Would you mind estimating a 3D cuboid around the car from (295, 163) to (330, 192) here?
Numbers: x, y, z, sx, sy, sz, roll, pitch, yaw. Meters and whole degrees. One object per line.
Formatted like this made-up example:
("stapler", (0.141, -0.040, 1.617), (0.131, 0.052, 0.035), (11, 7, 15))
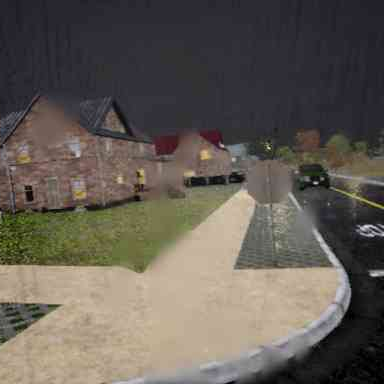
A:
("car", (9.422, -1.224, 26.412), (2.150, 2.045, 5.566), (-5, 4, 13))
